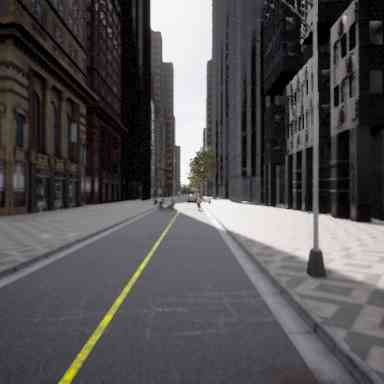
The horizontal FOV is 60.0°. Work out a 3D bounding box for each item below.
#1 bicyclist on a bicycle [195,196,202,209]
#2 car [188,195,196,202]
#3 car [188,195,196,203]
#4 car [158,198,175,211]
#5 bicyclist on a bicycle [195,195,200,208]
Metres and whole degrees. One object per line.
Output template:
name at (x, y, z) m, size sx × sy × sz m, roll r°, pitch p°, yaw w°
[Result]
bicyclist on a bicycle at (0.827, 1.441, 39.842) m, size 0.866 × 1.612 × 1.509 m, roll 0°, pitch 0°, yaw 0°
car at (0.008, 1.642, 85.206) m, size 1.837 × 1.490 × 4.892 m, roll 0°, pitch 0°, yaw 0°
car at (0.008, 1.672, 75.227) m, size 1.994 × 1.385 × 4.181 m, roll 0°, pitch 0°, yaw 0°
car at (-3.073, 1.499, 40.817) m, size 2.128 × 1.511 × 4.902 m, roll 0°, pitch 0°, yaw 0°
bicyclist on a bicycle at (0.829, 1.391, 48.380) m, size 0.659 × 1.776 × 1.843 m, roll 0°, pitch 0°, yaw 0°
